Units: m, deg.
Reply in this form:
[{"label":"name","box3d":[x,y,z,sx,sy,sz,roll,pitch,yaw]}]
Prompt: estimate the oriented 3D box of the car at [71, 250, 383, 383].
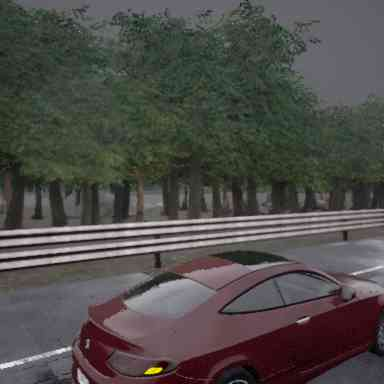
[{"label":"car","box3d":[0.886,1.526,4.361,4.674,1.442,1.812,0,0,-35]}]
